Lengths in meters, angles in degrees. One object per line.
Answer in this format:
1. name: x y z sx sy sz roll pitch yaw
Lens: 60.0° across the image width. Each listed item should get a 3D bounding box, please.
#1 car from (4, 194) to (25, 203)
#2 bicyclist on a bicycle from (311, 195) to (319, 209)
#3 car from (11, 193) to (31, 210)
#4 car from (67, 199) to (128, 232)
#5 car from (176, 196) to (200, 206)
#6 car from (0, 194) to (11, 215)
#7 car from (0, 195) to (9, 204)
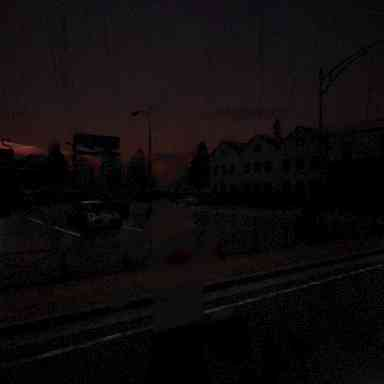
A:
1. car: -38.980 1.328 73.235 3.866 1.878 1.905 0 0 -36
2. bicyclist on a bicycle: 13.668 1.124 36.853 1.656 1.620 0.582 0 0 -36
3. car: -19.827 1.092 38.162 1.905 1.878 3.866 0 0 -36
4. car: -5.302 1.248 17.903 1.970 1.475 3.806 0 0 -36
5. car: -0.643 1.349 50.228 1.812 1.442 4.674 0 0 -36
6. car: -17.911 1.113 29.853 1.932 1.855 4.605 0 0 -36
7. car: -39.204 1.495 66.106 4.611 1.667 2.242 0 0 -36
